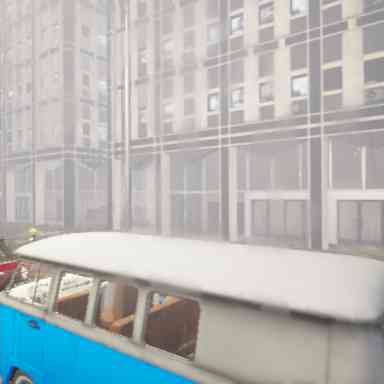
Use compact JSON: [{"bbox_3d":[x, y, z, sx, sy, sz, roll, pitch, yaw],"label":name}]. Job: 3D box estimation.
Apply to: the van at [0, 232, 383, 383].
[{"bbox_3d":[-0.210,1.351,3.028,3.998,1.788,1.690,0,0,35],"label":"van"}]
